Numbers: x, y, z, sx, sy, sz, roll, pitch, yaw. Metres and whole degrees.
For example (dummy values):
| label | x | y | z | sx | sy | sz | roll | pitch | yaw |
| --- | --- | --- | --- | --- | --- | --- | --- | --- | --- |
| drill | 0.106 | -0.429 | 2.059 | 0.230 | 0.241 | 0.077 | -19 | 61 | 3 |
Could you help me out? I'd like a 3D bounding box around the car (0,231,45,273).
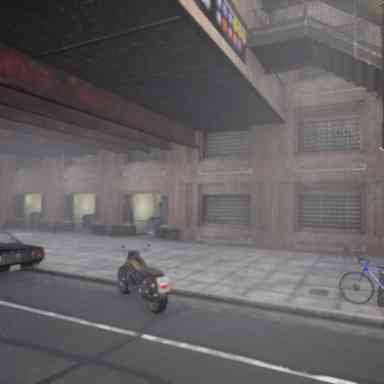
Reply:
| label | x | y | z | sx | sy | sz | roll | pitch | yaw |
| --- | --- | --- | --- | --- | --- | --- | --- | --- | --- |
| car | -6.988 | 1.861 | 10.422 | 4.718 | 1.301 | 1.895 | 0 | -2 | 27 |
